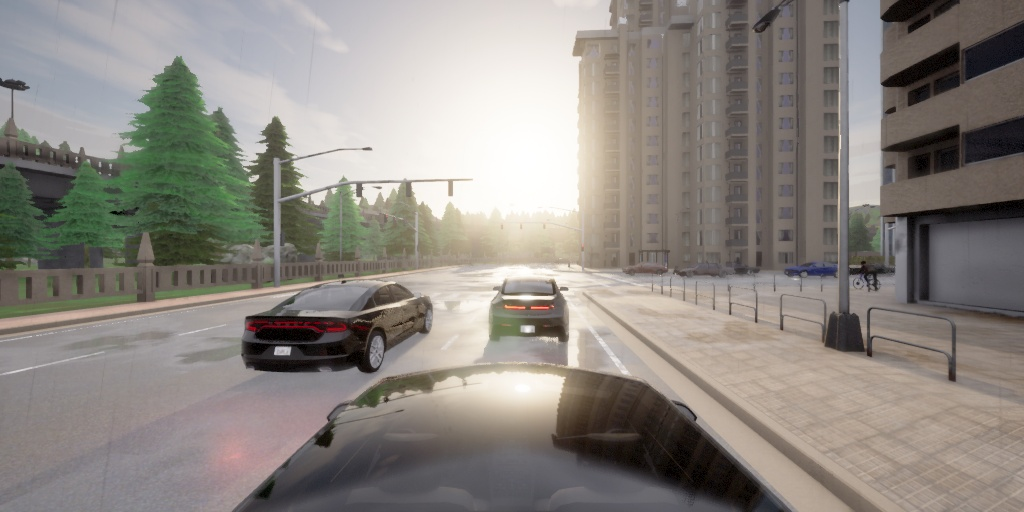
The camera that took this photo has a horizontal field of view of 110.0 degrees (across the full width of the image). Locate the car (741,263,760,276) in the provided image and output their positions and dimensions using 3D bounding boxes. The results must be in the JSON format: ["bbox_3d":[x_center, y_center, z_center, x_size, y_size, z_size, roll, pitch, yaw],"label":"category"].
[{"bbox_3d":[23.218,1.406,37.830,4.718,1.301,1.895,0,0,3],"label":"car"}]

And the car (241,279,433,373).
[{"bbox_3d":[-3.161,1.228,7.678,1.882,1.535,5.008,0,0,4],"label":"car"}]

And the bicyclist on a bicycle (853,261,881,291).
[{"bbox_3d":[19.756,1.107,19.999,0.582,1.620,1.656,0,0,3],"label":"bicyclist on a bicycle"}]

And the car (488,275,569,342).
[{"bbox_3d":[0.494,1.255,9.798,1.837,1.490,4.892,0,0,4],"label":"car"}]

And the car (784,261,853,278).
[{"bbox_3d":[28.720,1.283,34.046,5.008,1.535,1.882,0,0,3],"label":"car"}]

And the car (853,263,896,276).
[{"bbox_3d":[36.578,1.406,37.118,4.718,1.301,1.895,0,0,3],"label":"car"}]

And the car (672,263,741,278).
[{"bbox_3d":[18.474,1.353,34.560,5.357,1.411,2.033,0,0,3],"label":"car"}]

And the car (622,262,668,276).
[{"bbox_3d":[14.162,1.331,38.274,4.674,1.442,1.812,0,0,4],"label":"car"}]
